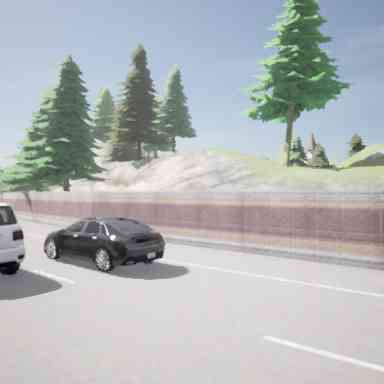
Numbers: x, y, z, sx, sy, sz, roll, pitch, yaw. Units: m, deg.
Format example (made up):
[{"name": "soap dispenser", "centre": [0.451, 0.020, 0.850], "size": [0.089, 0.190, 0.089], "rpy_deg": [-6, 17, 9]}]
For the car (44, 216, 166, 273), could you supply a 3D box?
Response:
[{"name": "car", "centre": [-3.030, 1.567, 10.975], "size": [4.892, 1.490, 1.837], "rpy_deg": [0, 0, 39]}]

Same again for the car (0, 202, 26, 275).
[{"name": "car", "centre": [-6.893, 1.281, 9.629], "size": [5.566, 2.045, 2.150], "rpy_deg": [0, 0, 40]}]
